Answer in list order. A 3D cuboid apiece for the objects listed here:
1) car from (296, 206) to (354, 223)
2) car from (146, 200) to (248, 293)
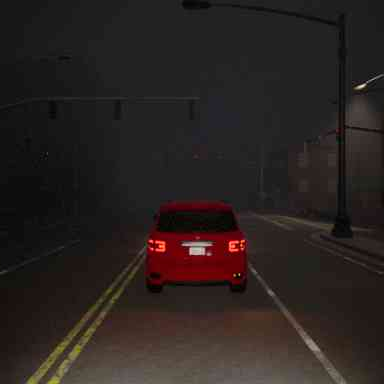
[{"bbox_3d":[11.860,1.968,29.639,4.902,1.511,2.128,8,0,0],"label":"car"},{"bbox_3d":[0.095,1.221,9.015,2.150,2.045,5.566,0,0,0],"label":"car"}]
